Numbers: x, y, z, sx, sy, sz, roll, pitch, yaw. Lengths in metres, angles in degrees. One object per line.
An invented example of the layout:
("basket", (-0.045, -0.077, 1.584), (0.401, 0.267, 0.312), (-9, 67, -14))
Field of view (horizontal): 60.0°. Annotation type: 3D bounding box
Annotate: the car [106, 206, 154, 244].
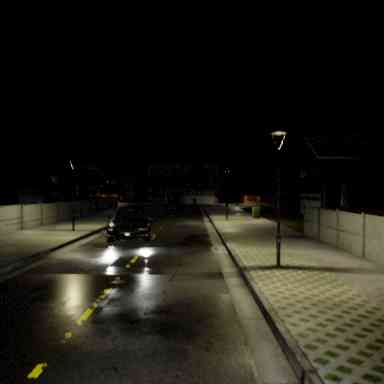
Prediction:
("car", (-2.860, 1.468, 15.756), (1.837, 1.490, 4.892), (0, 0, -6))
